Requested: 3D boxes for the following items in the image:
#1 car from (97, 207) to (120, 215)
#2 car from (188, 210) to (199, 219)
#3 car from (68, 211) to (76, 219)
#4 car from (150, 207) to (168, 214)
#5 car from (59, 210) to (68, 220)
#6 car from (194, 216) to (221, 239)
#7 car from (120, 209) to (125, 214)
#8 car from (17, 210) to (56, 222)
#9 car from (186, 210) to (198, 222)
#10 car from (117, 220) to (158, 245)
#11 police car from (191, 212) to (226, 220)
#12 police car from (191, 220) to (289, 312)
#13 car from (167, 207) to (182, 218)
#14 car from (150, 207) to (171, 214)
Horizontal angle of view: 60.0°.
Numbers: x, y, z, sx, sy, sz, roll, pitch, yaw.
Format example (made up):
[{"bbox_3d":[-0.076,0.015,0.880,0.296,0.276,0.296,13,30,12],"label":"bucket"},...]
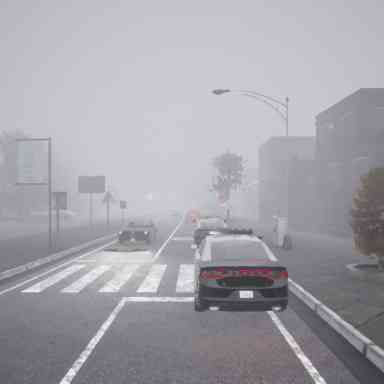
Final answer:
[{"bbox_3d":[-21.560,4.965,84.316,5.008,1.535,2.097,0,-2,0],"label":"car"},{"bbox_3d":[0.252,4.033,60.097,2.033,1.411,5.357,0,-2,0],"label":"car"},{"bbox_3d":[-21.741,3.632,52.711,5.008,1.535,2.097,0,-2,0],"label":"car"},{"bbox_3d":[-8.465,5.087,87.008,4.892,1.521,2.231,0,-3,0],"label":"car"},{"bbox_3d":[-21.747,3.496,49.440,4.892,1.521,2.231,0,-2,0],"label":"car"},{"bbox_3d":[1.064,2.527,24.551,1.812,1.442,4.674,0,-2,0],"label":"car"},{"bbox_3d":[-21.541,5.219,89.878,5.008,1.535,2.097,0,-3,0],"label":"car"},{"bbox_3d":[-21.767,3.397,46.165,4.674,1.452,2.002,0,-2,0],"label":"car"},{"bbox_3d":[0.210,3.278,46.665,2.097,1.767,4.553,0,-2,1],"label":"car"},{"bbox_3d":[-3.279,2.441,20.701,1.895,1.301,4.718,0,-2,0],"label":"car"},{"bbox_3d":[1.037,2.179,18.665,1.930,1.638,5.238,0,-2,0],"label":"police car"},{"bbox_3d":[0.999,1.766,8.664,1.930,1.638,5.238,0,-2,0],"label":"police car"},{"bbox_3d":[-2.988,3.924,62.175,2.097,1.767,4.553,0,-2,0],"label":"car"},{"bbox_3d":[-8.485,4.964,89.818,5.566,2.045,2.435,0,-3,0],"label":"car"}]
